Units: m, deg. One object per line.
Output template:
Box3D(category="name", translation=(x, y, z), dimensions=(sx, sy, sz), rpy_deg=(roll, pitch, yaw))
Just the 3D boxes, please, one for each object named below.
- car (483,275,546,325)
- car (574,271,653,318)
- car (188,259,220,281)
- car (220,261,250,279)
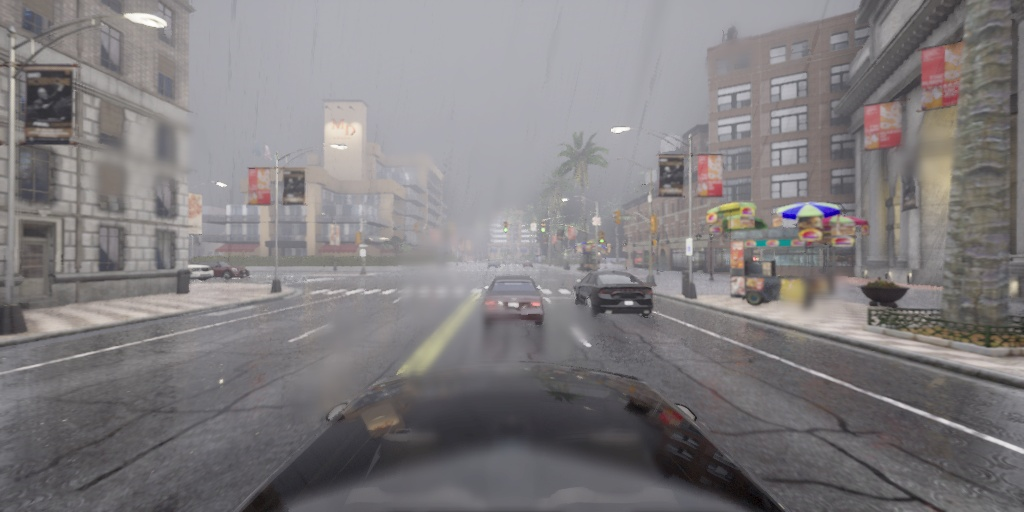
Box3D(category="car", translation=(0.050, 1.346, 11.954), dimensions=(2.033, 1.411, 5.357), rpy_deg=(0, 0, 0))
Box3D(category="car", translation=(3.553, 1.283, 13.382), dimensions=(1.882, 1.535, 5.008), rpy_deg=(0, 0, 0))
Box3D(category="car", translation=(-28.438, 1.109, 30.112), dimensions=(5.566, 2.045, 2.150), rpy_deg=(0, 0, -1))
Box3D(category="car", translation=(-27.315, 1.256, 33.625), dimensions=(4.553, 1.767, 2.097), rpy_deg=(0, 0, -1))
